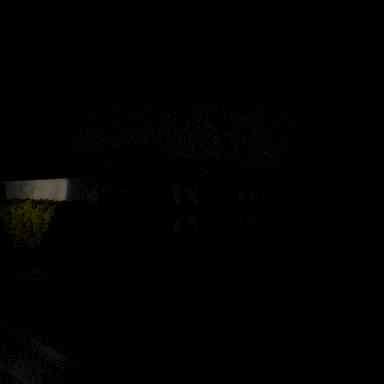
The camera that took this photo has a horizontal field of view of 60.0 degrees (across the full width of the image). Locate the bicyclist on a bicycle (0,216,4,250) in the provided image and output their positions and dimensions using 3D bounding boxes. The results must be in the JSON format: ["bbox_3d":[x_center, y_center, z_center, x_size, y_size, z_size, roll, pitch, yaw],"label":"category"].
[{"bbox_3d":[-5.659,1.302,9.481,0.582,1.620,1.656,0,-2,-35],"label":"bicyclist on a bicycle"}]
